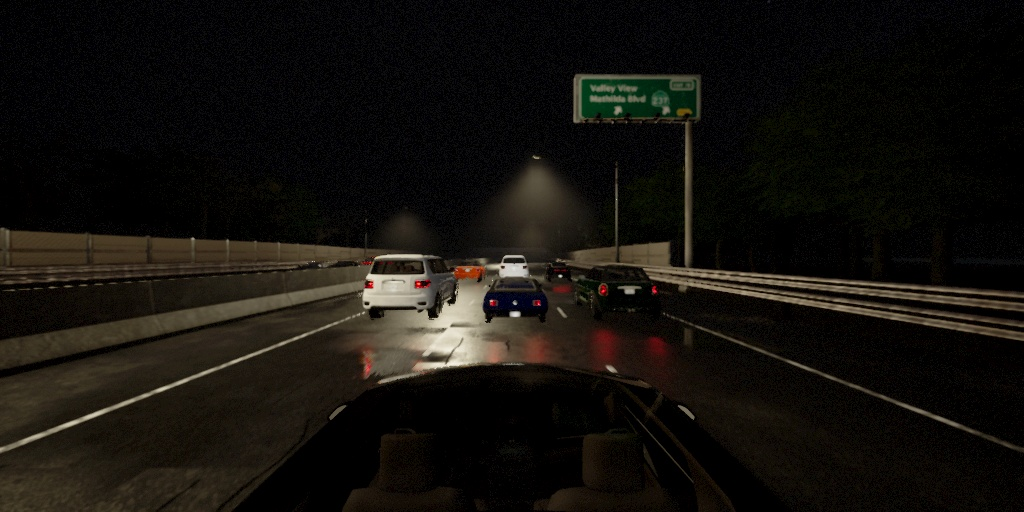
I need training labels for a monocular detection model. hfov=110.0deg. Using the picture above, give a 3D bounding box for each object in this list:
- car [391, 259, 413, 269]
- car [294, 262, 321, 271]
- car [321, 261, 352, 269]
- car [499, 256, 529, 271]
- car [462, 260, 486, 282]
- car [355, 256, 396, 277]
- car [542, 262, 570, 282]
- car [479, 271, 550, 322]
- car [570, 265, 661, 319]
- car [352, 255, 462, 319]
[{"bbox_3d":[-17.247,1.267,56.278,1.837,1.490,4.892,0,0,1],"label":"car"},{"bbox_3d":[-20.962,1.306,38.307,2.033,1.411,5.357,0,0,1],"label":"car"},{"bbox_3d":[-17.468,1.265,37.495,1.837,1.490,4.892,0,0,1],"label":"car"},{"bbox_3d":[0.163,0.980,28.375,2.150,2.045,5.566,0,0,0],"label":"car"},{"bbox_3d":[-3.334,1.110,29.088,2.097,1.767,4.553,0,0,0],"label":"car"},{"bbox_3d":[-13.974,0.979,37.136,2.150,2.045,5.566,0,0,0],"label":"car"},{"bbox_3d":[3.669,1.264,29.464,1.837,1.490,4.892,0,0,0],"label":"car"},{"bbox_3d":[0.103,1.357,12.329,1.895,1.301,4.718,0,0,0],"label":"car"},{"bbox_3d":[3.604,1.108,13.055,2.097,1.767,4.553,0,0,0],"label":"car"},{"bbox_3d":[-3.393,0.978,12.968,2.150,2.045,5.566,0,0,0],"label":"car"}]
